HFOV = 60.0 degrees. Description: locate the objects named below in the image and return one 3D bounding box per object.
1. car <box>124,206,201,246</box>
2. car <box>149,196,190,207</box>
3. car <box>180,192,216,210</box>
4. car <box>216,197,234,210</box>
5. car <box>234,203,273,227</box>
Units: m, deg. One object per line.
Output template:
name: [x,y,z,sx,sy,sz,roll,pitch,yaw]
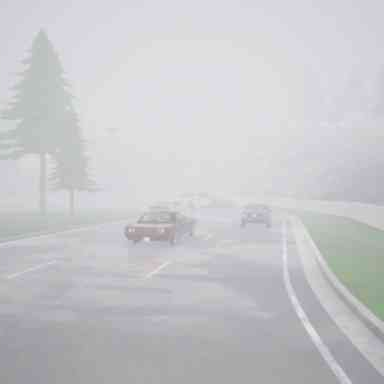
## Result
car: [-1.178,1.513,14.945,1.895,1.301,4.718,0,0,15]
car: [-1.862,1.325,26.211,1.882,1.535,5.008,0,0,14]
car: [-0.149,1.001,38.307,2.150,2.045,5.566,1,0,-36]
car: [2.799,1.322,39.935,2.033,1.411,5.357,0,0,-36]
car: [4.277,1.427,21.828,2.033,1.411,5.357,0,0,15]
